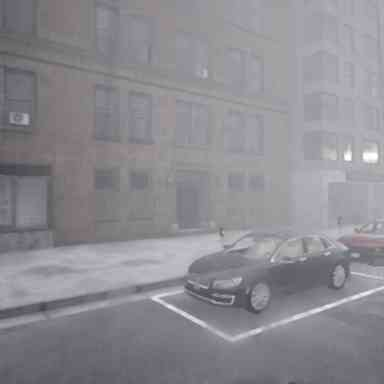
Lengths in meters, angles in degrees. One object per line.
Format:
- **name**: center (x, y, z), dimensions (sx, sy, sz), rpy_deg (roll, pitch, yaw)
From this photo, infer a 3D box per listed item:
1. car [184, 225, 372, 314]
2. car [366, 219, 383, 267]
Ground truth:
- **car**: center (1.871, 1.558, 7.519), dimensions (4.403, 1.369, 2.008), rpy_deg (0, 0, -35)
- **car**: center (6.499, 1.558, 10.815), dimensions (4.507, 1.381, 1.887), rpy_deg (0, 0, -35)
